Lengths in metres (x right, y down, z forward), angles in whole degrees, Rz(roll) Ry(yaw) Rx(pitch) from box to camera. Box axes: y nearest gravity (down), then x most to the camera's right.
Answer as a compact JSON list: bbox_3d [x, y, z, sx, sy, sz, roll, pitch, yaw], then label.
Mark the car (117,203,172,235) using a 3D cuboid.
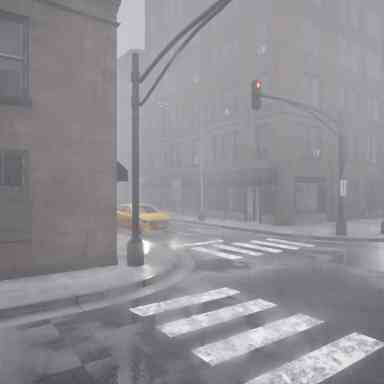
[{"bbox_3d":[-2.949,1.382,18.382,1.882,1.535,5.008,0,0,-34],"label":"car"}]
